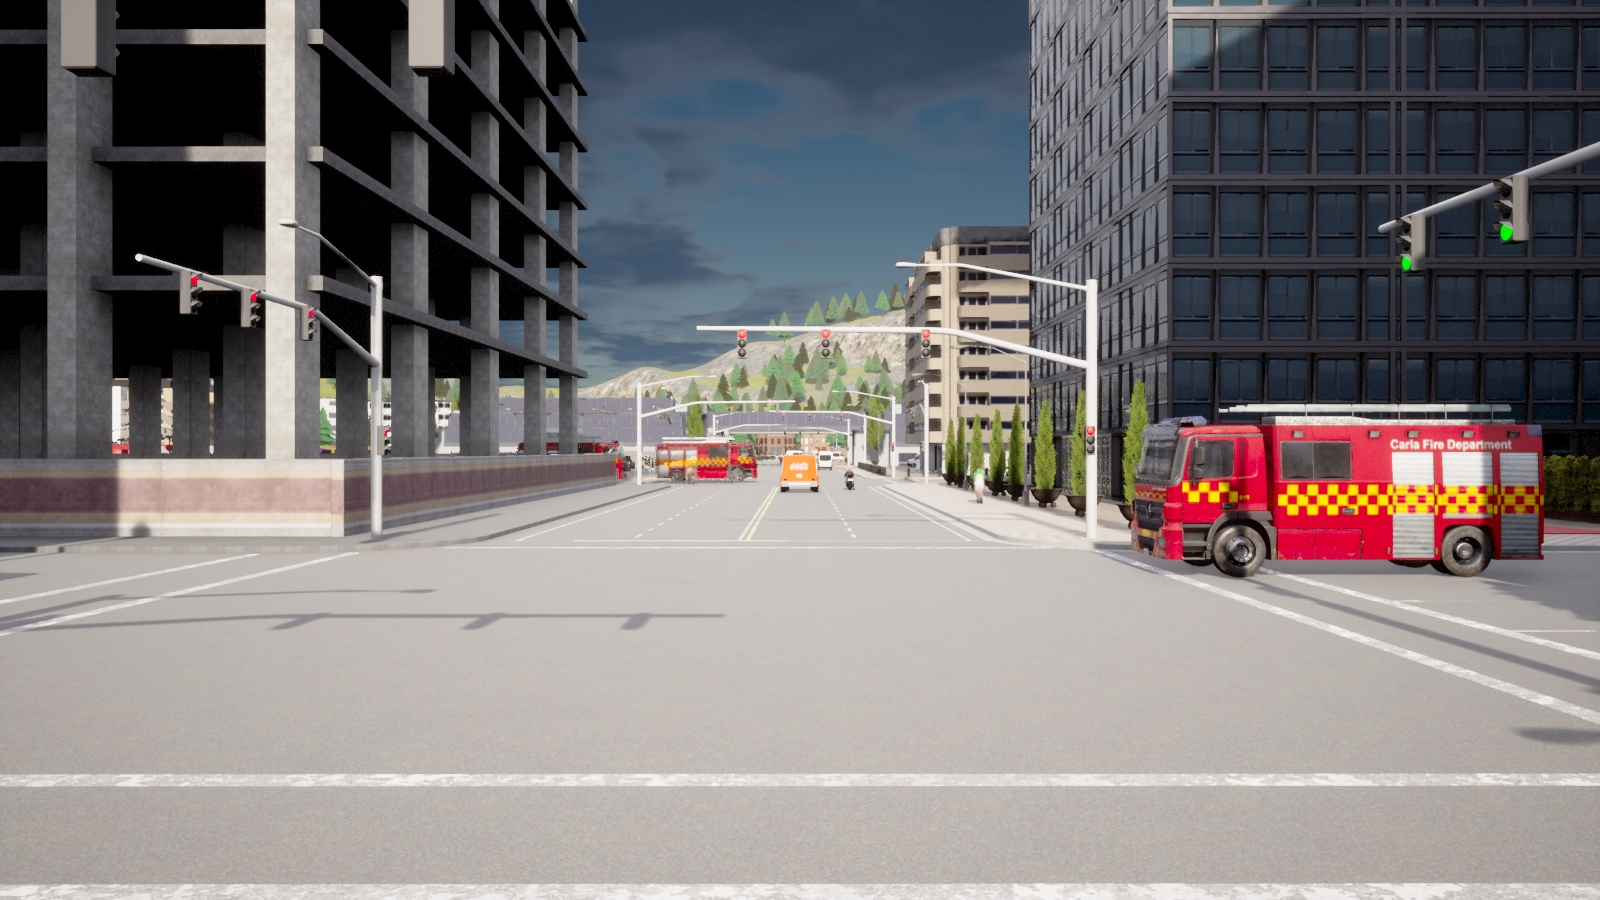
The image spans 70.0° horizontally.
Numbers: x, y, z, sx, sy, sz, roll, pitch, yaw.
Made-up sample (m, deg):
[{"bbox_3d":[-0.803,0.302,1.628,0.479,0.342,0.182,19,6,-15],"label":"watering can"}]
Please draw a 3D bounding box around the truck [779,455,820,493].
[{"bbox_3d":[-0.023,1.564,76.782,2.627,2.467,5.204,0,0,0],"label":"truck"}]

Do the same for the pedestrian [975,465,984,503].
[{"bbox_3d":[8.856,1.693,56.461,0.375,1.860,0.375,0,0,-1],"label":"pedestrian"}]

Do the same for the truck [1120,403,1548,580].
[{"bbox_3d":[11.970,0.889,26.163,8.468,3.827,2.891,0,0,-1],"label":"truck"}]
